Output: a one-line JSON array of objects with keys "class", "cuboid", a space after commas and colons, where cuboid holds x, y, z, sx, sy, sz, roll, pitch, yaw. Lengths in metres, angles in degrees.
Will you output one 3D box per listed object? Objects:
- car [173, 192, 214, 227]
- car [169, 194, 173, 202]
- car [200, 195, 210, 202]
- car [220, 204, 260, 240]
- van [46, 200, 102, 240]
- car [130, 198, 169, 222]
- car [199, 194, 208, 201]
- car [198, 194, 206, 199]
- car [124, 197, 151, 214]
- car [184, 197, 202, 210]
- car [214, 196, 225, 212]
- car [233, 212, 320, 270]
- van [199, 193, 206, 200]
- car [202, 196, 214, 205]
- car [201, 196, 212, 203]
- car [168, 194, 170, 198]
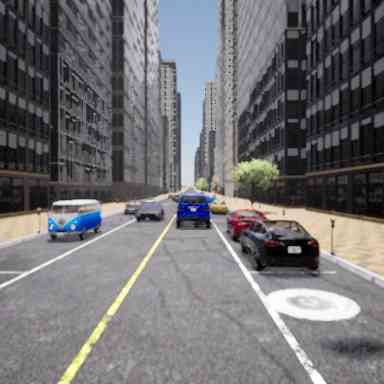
[{"class": "car", "cuboid": [0.093, 1.166, 22.585, 2.150, 2.045, 5.566, 0, 0, 0]}, {"class": "car", "cuboid": [-3.022, 1.285, 67.096, 1.837, 1.490, 4.892, 0, 0, 0]}, {"class": "car", "cuboid": [2.672, 1.311, 67.933, 1.752, 1.417, 4.829, 0, 0, 0]}, {"class": "car", "cuboid": [2.684, 1.506, 16.488, 1.887, 1.381, 4.507, 0, 0, 0]}, {"class": "van", "cuboid": [-5.697, 1.302, 16.487, 1.690, 1.788, 3.998, 0, 0, 0]}, {"class": "car", "cuboid": [-3.107, 1.483, 25.854, 2.033, 1.411, 5.357, 0, 0, 0]}, {"class": "car", "cuboid": [2.670, 1.290, 79.158, 2.008, 1.369, 4.403, 0, 0, 0]}, {"class": "car", "cuboid": [2.667, 1.229, 90.554, 1.887, 1.381, 4.507, 0, 0, 0]}, {"class": "car", "cuboid": [-5.701, 1.464, 33.578, 2.008, 1.369, 4.403, 0, 0, 0]}, {"class": "car", "cuboid": [0.089, 1.375, 42.405, 2.128, 1.511, 4.902, 0, 0, 0]}, {"class": "car", "cuboid": [2.680, 1.438, 33.749, 1.752, 1.417, 4.829, 0, 0, 0]}, {"class": "car", "cuboid": [2.685, 1.541, 10.790, 1.947, 1.339, 4.313, 0, 0, 0]}, {"class": "van", "cuboid": [2.668, 1.054, 84.855, 1.690, 1.788, 3.998, 0, 0, 0]}, {"class": "car", "cuboid": [2.675, 1.414, 56.369, 1.802, 1.307, 4.206, 0, 0, 0]}, {"class": "car", "cuboid": [2.673, 1.391, 62.066, 1.802, 1.307, 4.206, 0, 0, 0]}, {"class": "car", "cuboid": [-5.713, 1.266, 90.553, 1.802, 1.307, 4.206, 0, 0, 0]}]
